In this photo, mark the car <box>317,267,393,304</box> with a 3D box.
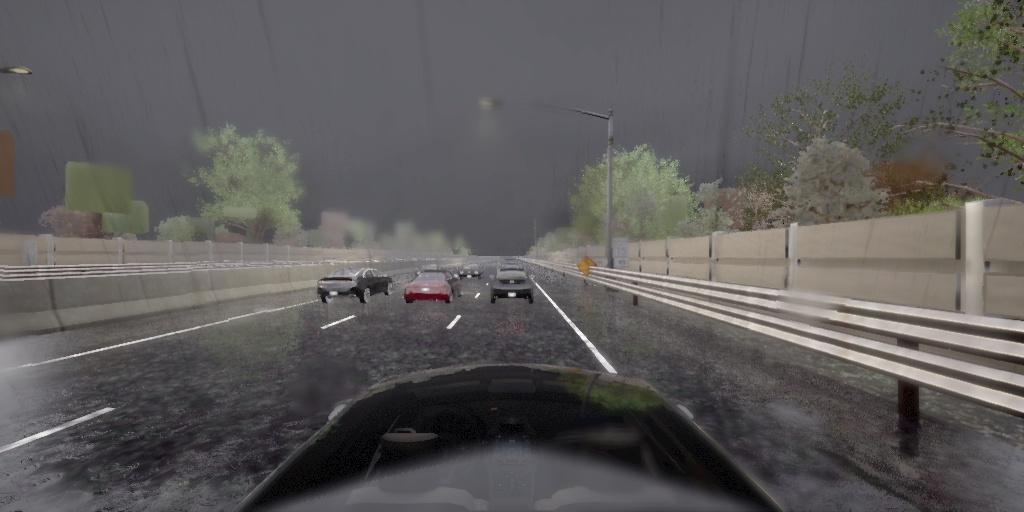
[{"bbox_3d":[-7.000,1.250,16.500,2.128,1.511,4.902,0,0,0],"label":"car"}]

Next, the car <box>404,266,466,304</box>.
[{"bbox_3d":[-3.500,1.327,16.500,1.994,1.385,4.181,0,0,0],"label":"car"}]

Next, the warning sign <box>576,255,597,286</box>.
[{"bbox_3d":[4.550,0.871,21.842,1.300,1.860,1.060,0,0,0],"label":"warning sign"}]

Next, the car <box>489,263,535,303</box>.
[{"bbox_3d":[0.000,1.271,16.500,1.837,1.490,4.892,0,0,0],"label":"car"}]

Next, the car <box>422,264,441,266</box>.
[{"bbox_3d":[-7.000,1.379,31.531,1.895,1.301,4.718,0,0,0],"label":"car"}]

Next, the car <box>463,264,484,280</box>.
[{"bbox_3d":[-3.500,1.379,31.531,1.895,1.301,4.718,0,0,0],"label":"car"}]
